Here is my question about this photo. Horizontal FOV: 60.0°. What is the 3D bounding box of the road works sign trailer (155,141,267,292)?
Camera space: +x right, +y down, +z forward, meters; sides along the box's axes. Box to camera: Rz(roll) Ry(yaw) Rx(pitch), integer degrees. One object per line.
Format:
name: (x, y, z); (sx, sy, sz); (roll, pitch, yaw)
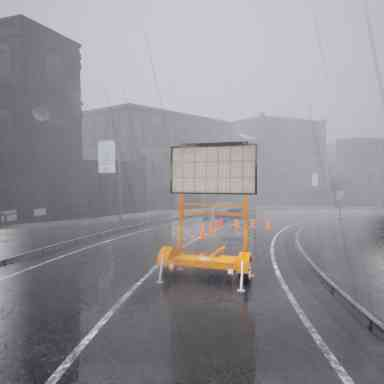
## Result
road works sign trailer: (0.608, 0.457, 9.147); (2.380, 3.560, 2.880); (1, 0, 18)

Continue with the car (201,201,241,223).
car: (2.335, 1.459, 25.642); (1.812, 1.442, 4.674); (2, 1, 27)

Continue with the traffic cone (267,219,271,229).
traffic cone: (4.834, 2.015, 21.040); (0.340, 0.580, 0.340); (2, 0, 14)
